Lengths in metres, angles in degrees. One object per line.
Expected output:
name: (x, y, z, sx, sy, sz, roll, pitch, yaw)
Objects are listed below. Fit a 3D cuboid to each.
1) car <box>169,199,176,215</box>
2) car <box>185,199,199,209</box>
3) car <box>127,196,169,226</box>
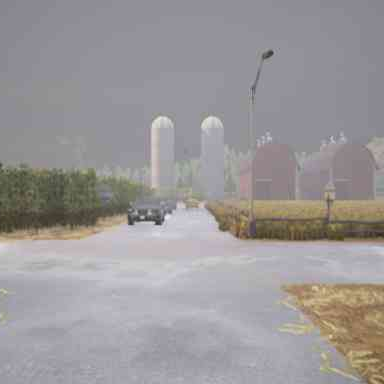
car: (-3.176, 1.750, 36.428, 1.994, 1.385, 4.181, 0, -1, -1)
car: (0.032, 1.741, 50.278, 1.882, 1.535, 5.008, 0, 0, 0)
car: (-3.181, 1.293, 24.128, 2.150, 2.045, 5.566, 0, 0, 0)
